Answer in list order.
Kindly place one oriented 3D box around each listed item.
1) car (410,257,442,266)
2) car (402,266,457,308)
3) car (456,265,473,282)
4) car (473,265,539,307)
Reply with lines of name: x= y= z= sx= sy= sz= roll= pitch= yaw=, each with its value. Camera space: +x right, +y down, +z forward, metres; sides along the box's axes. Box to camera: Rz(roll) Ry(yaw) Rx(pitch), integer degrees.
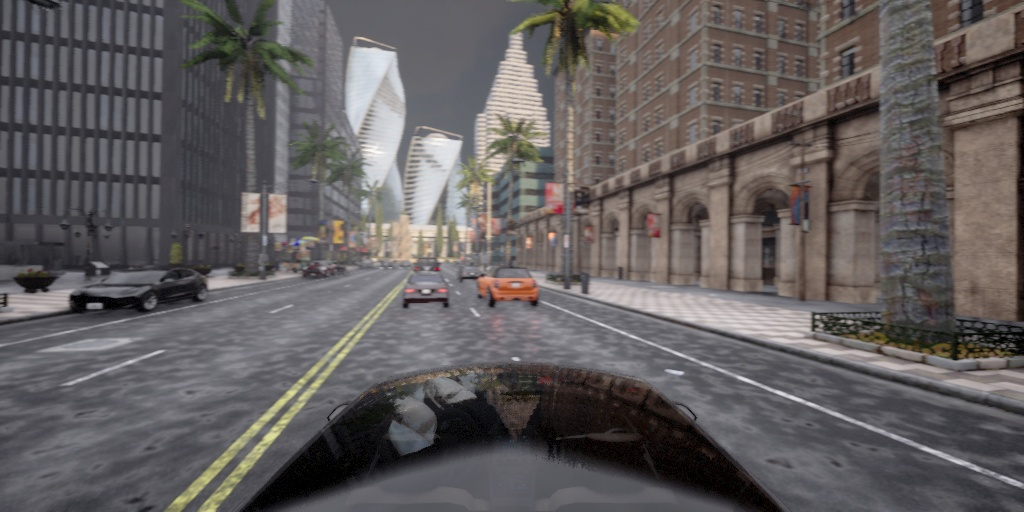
car: x=-7.145 y=1.096 z=30.224 sx=2.150 sy=2.045 sz=5.566 roll=1 pitch=0 yaw=-13
car: x=-3.723 y=1.357 z=15.600 sx=2.033 sy=1.411 sz=5.357 roll=1 pitch=0 yaw=-13
car: x=-3.736 y=1.476 z=30.998 sx=2.033 sy=1.411 sz=5.357 roll=1 pitch=0 yaw=-13
car: x=-0.335 y=1.210 z=16.500 sx=2.097 sy=1.767 sz=4.553 roll=1 pitch=-1 yaw=-13
